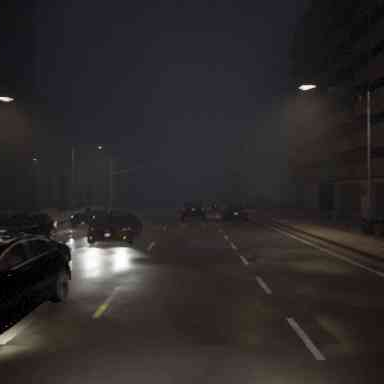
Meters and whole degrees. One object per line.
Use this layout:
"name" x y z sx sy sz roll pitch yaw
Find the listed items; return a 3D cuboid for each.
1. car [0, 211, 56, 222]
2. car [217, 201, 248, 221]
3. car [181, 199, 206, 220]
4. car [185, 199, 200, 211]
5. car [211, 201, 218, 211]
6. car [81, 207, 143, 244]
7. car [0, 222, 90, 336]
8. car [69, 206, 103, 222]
"car" -7.079 1.562 13.382 1.837 1.490 4.892 0 0 0
"car" 3.519 1.684 28.317 1.994 1.385 4.181 0 0 1
"car" 0.102 1.475 29.152 2.097 1.767 4.553 0 0 0
"car" 0.029 1.715 44.819 1.812 1.442 4.674 0 0 -1
"car" 3.513 1.783 43.161 1.895 1.301 4.718 0 0 0
"car" -3.574 1.632 16.037 1.994 1.385 4.181 0 0 0
"car" -3.586 1.516 5.558 2.128 1.511 4.902 0 0 0
"car" -7.030 1.701 23.679 1.895 1.301 4.718 0 0 1
